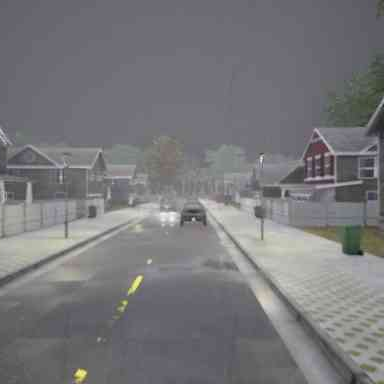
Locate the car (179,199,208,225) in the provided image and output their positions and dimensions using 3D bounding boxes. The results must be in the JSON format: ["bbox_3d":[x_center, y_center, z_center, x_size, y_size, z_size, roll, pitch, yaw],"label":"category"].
[{"bbox_3d":[0.099,1.537,24.152,1.837,1.490,4.892,0,0,0],"label":"car"}]

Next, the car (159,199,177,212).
[{"bbox_3d":[-2.837,1.559,40.356,2.128,1.511,4.902,0,0,0],"label":"car"}]

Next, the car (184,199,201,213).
[{"bbox_3d":[0.099,1.570,38.759,1.837,1.490,4.892,0,0,0],"label":"car"}]
